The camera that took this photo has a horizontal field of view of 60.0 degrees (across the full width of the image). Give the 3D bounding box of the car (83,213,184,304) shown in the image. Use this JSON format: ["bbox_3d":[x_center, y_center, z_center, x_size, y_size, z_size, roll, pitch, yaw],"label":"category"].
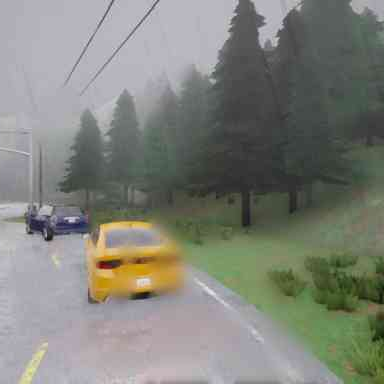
[{"bbox_3d":[-1.659,1.478,8.369,1.882,1.535,5.008,0,0,-18],"label":"car"}]

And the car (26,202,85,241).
[{"bbox_3d":[-6.917,1.352,17.024,2.097,1.767,4.553,0,0,-40],"label":"car"}]
